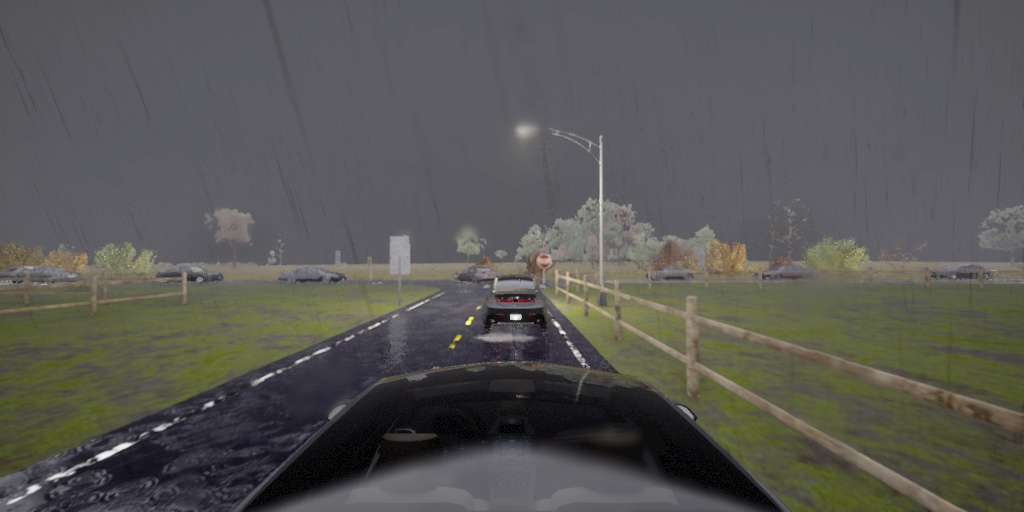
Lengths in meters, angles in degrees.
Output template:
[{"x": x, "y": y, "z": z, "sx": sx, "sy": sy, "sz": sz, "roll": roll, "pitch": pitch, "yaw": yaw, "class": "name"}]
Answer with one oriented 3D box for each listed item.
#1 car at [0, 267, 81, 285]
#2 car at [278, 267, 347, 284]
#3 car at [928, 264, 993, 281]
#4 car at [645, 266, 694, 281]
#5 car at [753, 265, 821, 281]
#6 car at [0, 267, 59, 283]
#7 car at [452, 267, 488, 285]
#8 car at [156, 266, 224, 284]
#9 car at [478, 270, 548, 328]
[{"x": -41.002, "y": 1.687, "z": 31.556, "sx": 4.902, "sy": 1.511, "sz": 2.128, "roll": 0, "pitch": -1, "yaw": 0, "class": "car"}, {"x": -17.393, "y": 1.675, "z": 31.353, "sx": 5.357, "sy": 1.411, "sz": 2.033, "roll": 0, "pitch": -1, "yaw": 1, "class": "car"}, {"x": 42.017, "y": 1.538, "z": 33.792, "sx": 4.892, "sy": 1.490, "sz": 1.837, "roll": 1, "pitch": -1, "yaw": 1, "class": "car"}, {"x": 14.901, "y": 1.637, "z": 34.047, "sx": 4.181, "sy": 1.385, "sz": 1.994, "roll": 0, "pitch": -1, "yaw": 0, "class": "car"}, {"x": 25.986, "y": 1.596, "z": 33.955, "sx": 5.357, "sy": 1.411, "sz": 2.033, "roll": 0, "pitch": -1, "yaw": 1, "class": "car"}, {"x": -46.986, "y": 1.775, "z": 34.492, "sx": 4.674, "sy": 1.442, "sz": 1.812, "roll": 0, "pitch": -1, "yaw": 1, "class": "car"}, {"x": -3.062, "y": 1.623, "z": 30.379, "sx": 2.033, "sy": 1.411, "sz": 5.357, "roll": 1, "pitch": -1, "yaw": -37, "class": "car"}, {"x": -28.137, "y": 1.637, "z": 31.443, "sx": 5.008, "sy": 1.535, "sz": 1.882, "roll": 0, "pitch": -1, "yaw": 0, "class": "car"}, {"x": 0.097, "y": 1.371, "z": 11.864, "sx": 1.837, "sy": 1.490, "sz": 4.892, "roll": 0, "pitch": 0, "yaw": 0, "class": "car"}]
